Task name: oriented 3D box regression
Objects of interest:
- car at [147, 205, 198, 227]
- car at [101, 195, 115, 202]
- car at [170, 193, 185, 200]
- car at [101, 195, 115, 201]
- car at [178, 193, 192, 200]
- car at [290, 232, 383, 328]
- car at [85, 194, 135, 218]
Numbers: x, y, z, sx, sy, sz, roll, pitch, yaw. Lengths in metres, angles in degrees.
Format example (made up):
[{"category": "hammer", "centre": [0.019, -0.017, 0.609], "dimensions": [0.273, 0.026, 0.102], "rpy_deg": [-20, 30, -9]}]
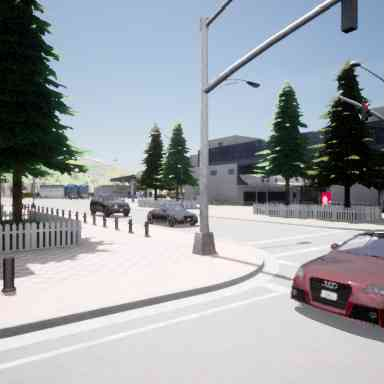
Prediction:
[{"category": "car", "centre": [-1.416, 1.579, 22.872], "dimensions": [1.994, 1.385, 4.181], "rpy_deg": [0, 0, -37]}, {"category": "car", "centre": [-18.893, 1.389, 75.046], "dimensions": [1.845, 1.501, 3.633], "rpy_deg": [0, 0, -37]}, {"category": "car", "centre": [-3.884, 1.112, 86.005], "dimensions": [1.932, 1.855, 4.605], "rpy_deg": [0, 0, -37]}, {"category": "car", "centre": [-20.919, 1.399, 82.782], "dimensions": [1.970, 1.475, 3.806], "rpy_deg": [0, 0, -37]}, {"category": "car", "centre": [-1.796, 1.092, 88.067], "dimensions": [1.905, 1.878, 3.866], "rpy_deg": [0, 0, -37]}, {"category": "car", "centre": [3.946, 1.564, 6.796], "dimensions": [4.181, 1.385, 1.994], "rpy_deg": [0, 0, -35]}, {"category": "car", "centre": [-7.851, 1.237, 31.390], "dimensions": [2.150, 2.045, 5.566], "rpy_deg": [0, 0, -37]}]
